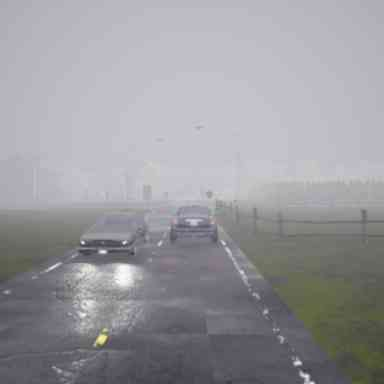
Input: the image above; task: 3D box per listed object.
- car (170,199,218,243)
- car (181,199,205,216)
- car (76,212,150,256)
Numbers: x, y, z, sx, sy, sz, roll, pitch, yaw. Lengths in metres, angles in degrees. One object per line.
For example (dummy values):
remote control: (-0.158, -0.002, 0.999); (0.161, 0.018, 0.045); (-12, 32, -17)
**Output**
car: (0.097, 1.333, 16.125); (2.097, 1.767, 4.553); (0, 0, 1)
car: (0.097, 1.458, 32.815); (2.128, 1.511, 4.902); (0, 0, 0)
car: (-2.847, 1.531, 13.303); (2.033, 1.411, 5.357); (0, 0, 0)
